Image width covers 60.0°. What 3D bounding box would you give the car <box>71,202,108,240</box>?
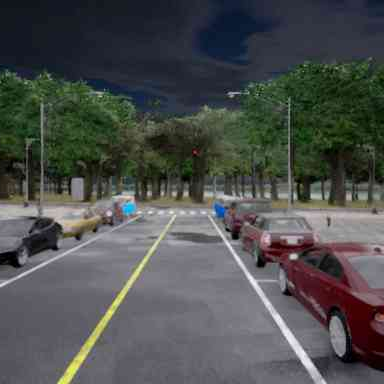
[{"bbox_3d":[-5.765,1.442,16.393,1.752,1.417,4.829,0,0,0],"label":"car"}]

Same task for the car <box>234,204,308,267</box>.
[{"bbox_3d":[2.761,1.382,11.126,1.967,1.590,4.097,0,0,0],"label":"car"}]

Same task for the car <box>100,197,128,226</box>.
[{"bbox_3d":[-5.767,1.328,22.000,1.967,1.590,4.097,0,0,0],"label":"car"}]

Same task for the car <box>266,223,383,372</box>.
[{"bbox_3d":[2.762,1.514,5.690,1.887,1.381,4.507,0,0,0],"label":"car"}]

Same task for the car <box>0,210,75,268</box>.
[{"bbox_3d":[-5.765,1.509,11.125,1.947,1.339,4.313,0,0,0],"label":"car"}]

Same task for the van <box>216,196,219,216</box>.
[{"bbox_3d":[2.758,1.228,22.001,1.690,1.788,3.998,0,0,0],"label":"van"}]

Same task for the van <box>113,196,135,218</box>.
[{"bbox_3d":[-5.768,1.202,27.437,1.690,1.788,3.998,0,0,0],"label":"van"}]

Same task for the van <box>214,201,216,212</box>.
[{"bbox_3d":[2.758,1.201,27.438,1.690,1.788,3.998,0,0,0],"label":"van"}]

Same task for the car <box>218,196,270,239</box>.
[{"bbox_3d":[2.759,1.229,16.563,2.192,1.841,5.009,0,0,0],"label":"car"}]
